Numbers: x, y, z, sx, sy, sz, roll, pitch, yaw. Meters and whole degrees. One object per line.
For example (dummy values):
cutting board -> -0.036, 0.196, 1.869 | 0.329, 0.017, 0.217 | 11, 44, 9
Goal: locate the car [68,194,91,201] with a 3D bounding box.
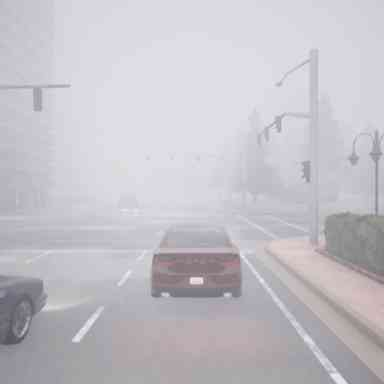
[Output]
car -> -25.773, 1.345, 76.369 | 5.008, 1.535, 1.882 | 0, 0, 24

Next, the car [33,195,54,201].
car -> -35.598, 1.329, 79.846 | 4.181, 1.385, 1.994 | 0, 0, 9

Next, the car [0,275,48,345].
car -> -3.428, 1.541, 3.309 | 2.033, 1.411, 5.357 | 0, 0, 0

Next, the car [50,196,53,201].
car -> -31.862, 1.266, 71.402 | 4.902, 1.511, 2.128 | 0, 0, 24

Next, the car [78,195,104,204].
car -> -18.804, 1.438, 62.936 | 2.033, 1.411, 5.357 | 0, 0, -45

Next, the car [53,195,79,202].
car -> -27.152, 1.413, 73.160 | 5.357, 1.411, 2.033 | 0, 0, 24

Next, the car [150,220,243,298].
car -> 0.094, 1.463, 8.536 | 1.882, 1.535, 5.008 | 0, 0, 0

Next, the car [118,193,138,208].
car -> -9.040, 1.135, 46.681 | 2.150, 2.045, 5.566 | 0, 1, -20
